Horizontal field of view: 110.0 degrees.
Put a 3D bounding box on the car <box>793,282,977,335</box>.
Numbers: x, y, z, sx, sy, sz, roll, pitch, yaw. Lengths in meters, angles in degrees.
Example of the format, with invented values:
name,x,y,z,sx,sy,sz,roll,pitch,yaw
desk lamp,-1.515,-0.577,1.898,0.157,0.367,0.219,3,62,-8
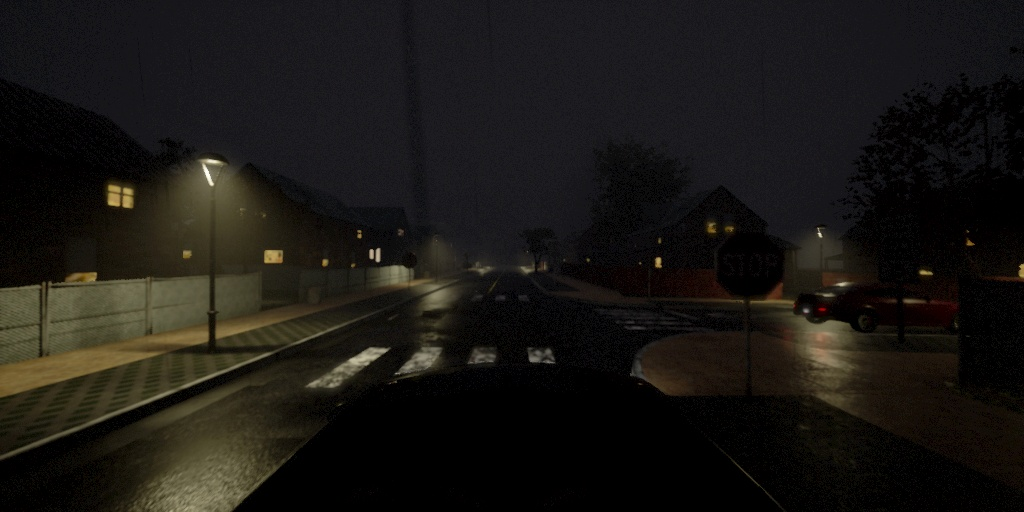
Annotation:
name,x,y,z,sx,sy,sz,roll,pitch,yaw
car,11.525,1.568,11.279,4.674,1.442,1.812,1,-2,-1
